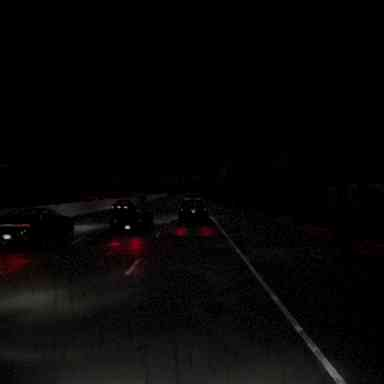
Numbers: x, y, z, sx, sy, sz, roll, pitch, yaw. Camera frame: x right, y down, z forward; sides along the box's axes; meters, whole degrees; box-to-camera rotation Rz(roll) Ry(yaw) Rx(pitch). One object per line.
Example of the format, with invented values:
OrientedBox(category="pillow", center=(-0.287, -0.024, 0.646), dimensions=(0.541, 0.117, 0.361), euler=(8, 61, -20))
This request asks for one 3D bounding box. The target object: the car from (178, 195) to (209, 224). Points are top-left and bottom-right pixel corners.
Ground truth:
OrientedBox(category="car", center=(0.093, 1.309, 24.217), dimensions=(2.097, 1.767, 4.553), euler=(0, 0, 0))

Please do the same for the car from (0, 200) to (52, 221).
OrientedBox(category="car", center=(-14.100, 1.497, 28.345), dimensions=(2.033, 1.411, 5.357), euler=(0, 0, 0))

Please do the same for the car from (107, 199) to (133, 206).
OrientedBox(category="car", center=(-6.910, 1.487, 33.854), dimensions=(2.033, 1.411, 5.357), euler=(0, 0, 0))

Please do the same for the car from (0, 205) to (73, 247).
OrientedBox(category="car", center=(-6.904, 1.465, 14.898), dimensions=(2.128, 1.511, 4.902), euler=(0, 0, 0))

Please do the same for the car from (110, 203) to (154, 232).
OrientedBox(category="car", center=(-3.404, 1.566, 19.793), dimensions=(1.895, 1.301, 4.718), euler=(0, 0, 0))

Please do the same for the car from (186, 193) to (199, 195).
OrientedBox(category="car", center=(0.089, 1.146, 42.689), dimensions=(2.150, 2.045, 5.566), euler=(0, 0, 0))
